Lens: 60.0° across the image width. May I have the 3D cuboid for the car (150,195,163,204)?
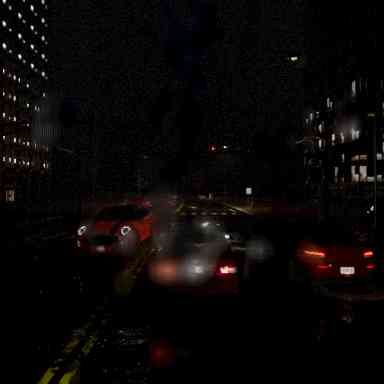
[{"bbox_3d":[-6.674,1.427,62.522,1.837,1.490,4.892,0,0,0],"label":"car"}]

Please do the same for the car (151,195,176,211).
[{"bbox_3d":[-3.403,1.319,40.615,2.097,1.767,4.553,0,0,0],"label":"car"}]

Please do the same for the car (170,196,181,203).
[{"bbox_3d":[-3.433,1.471,69.161,1.994,1.385,4.181,0,0,-1],"label":"car"}]

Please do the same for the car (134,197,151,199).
[{"bbox_3d":[-6.658,1.442,42.237,1.882,1.535,5.008,0,0,0],"label":"car"}]

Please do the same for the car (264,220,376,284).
[{"bbox_3d":[3.336,1.522,9.449,1.812,1.442,4.674,0,0,0],"label":"car"}]

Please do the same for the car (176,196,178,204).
[{"bbox_3d":[-3.414,1.455,49.508,1.837,1.490,4.892,0,0,0],"label":"car"}]

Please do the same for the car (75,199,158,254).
[{"bbox_3d":[-2.932,1.346,13.514,2.097,1.767,4.553,0,0,5],"label":"car"}]

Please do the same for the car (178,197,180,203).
[{"bbox_3d":[-3.418,1.421,59.127,2.128,1.511,4.902,0,0,0],"label":"car"}]

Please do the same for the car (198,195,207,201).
[{"bbox_3d":[2.528,1.391,82.843,1.812,1.442,4.674,0,0,-4],"label":"car"}]

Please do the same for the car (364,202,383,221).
[{"bbox_3d":[16.986,1.279,26.703,5.566,2.045,2.150,0,0,3],"label":"car"}]

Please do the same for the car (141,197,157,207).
[{"bbox_3d":[-6.670,1.470,52.157,1.812,1.442,4.674,0,0,0],"label":"car"}]

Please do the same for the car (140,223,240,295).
[{"bbox_3d":[0.088,1.544,8.864,2.033,1.411,5.357,0,0,0],"label":"car"}]
